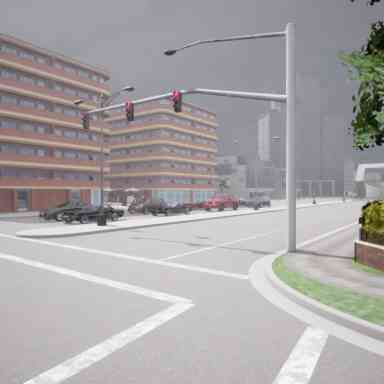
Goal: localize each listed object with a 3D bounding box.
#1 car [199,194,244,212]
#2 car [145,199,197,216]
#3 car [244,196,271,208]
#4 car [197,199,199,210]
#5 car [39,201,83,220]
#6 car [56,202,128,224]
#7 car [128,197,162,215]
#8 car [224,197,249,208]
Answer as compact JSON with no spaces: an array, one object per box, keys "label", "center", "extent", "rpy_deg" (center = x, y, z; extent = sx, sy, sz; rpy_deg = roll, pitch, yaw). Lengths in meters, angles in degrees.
[{"label":"car","center":[3.625,1.221,39.942],"extent":[2.150,2.045,5.566],"rpy_deg":[0,0,36]},{"label":"car","center":[-1.952,1.599,32.299],"extent":[1.895,1.301,4.718],"rpy_deg":[0,0,36]},{"label":"car","center":[9.680,1.352,48.206],"extent":[2.097,1.767,4.553],"rpy_deg":[0,0,36]},{"label":"car","center":[0.693,1.601,41.864],"extent":[1.895,1.301,4.718],"rpy_deg":[0,0,36]},{"label":"car","center":[-9.967,1.505,27.238],"extent":[1.837,1.490,4.892],"rpy_deg":[0,0,36]},{"label":"car","center":[-7.364,1.601,24.903],"extent":[1.895,1.301,4.718],"rpy_deg":[0,0,33]},{"label":"car","center":[-4.562,1.352,34.649],"extent":[2.097,1.767,4.553],"rpy_deg":[0,0,35]},{"label":"car","center":[6.746,1.526,50.123],"extent":[1.812,1.442,4.674],"rpy_deg":[0,0,36]}]
